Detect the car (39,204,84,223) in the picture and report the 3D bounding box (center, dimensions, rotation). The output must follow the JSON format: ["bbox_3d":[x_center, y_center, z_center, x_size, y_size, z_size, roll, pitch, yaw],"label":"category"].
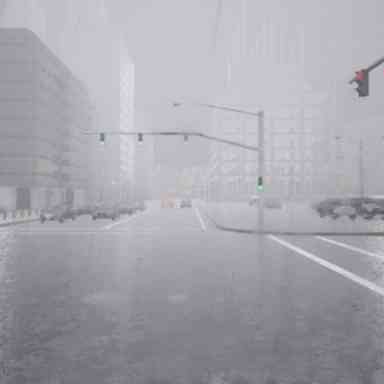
[{"bbox_3d":[-11.497,1.835,28.965,2.128,1.511,4.902,0,-1,0],"label":"car"}]

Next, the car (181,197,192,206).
[{"bbox_3d":[-1.156,2.012,69.229,2.097,1.767,4.553,0,-1,0],"label":"car"}]

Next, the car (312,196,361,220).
[{"bbox_3d":[13.142,1.514,30.589,1.932,1.855,4.605,0,-1,0],"label":"car"}]

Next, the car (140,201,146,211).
[{"bbox_3d":[-8.120,2.083,50.147,2.128,1.511,4.902,0,-1,0],"label":"car"}]

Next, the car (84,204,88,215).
[{"bbox_3d":[-11.556,2.053,38.231,1.895,1.301,4.718,0,-1,0],"label":"car"}]

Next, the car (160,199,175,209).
[{"bbox_3d":[-4.497,2.062,60.198,2.097,1.767,4.553,0,-1,0],"label":"car"}]

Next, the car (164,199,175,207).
[{"bbox_3d":[-4.651,2.318,69.327,1.837,1.490,4.892,0,-1,0],"label":"car"}]

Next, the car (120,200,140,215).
[{"bbox_3d":[-8.068,1.828,40.265,2.097,1.767,4.553,0,-1,0],"label":"car"}]

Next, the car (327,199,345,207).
[{"bbox_3d":[27.311,2.107,63.139,1.784,1.438,3.905,0,-1,0],"label":"car"}]

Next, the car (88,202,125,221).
[{"bbox_3d":[-8.013,1.937,31.561,1.994,1.385,4.181,0,-1,0],"label":"car"}]

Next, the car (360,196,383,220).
[{"bbox_3d":[16.037,1.517,30.543,1.905,1.878,3.866,0,-1,0],"label":"car"}]

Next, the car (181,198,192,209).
[{"bbox_3d":[-1.099,2.314,60.496,1.895,1.301,4.718,0,-1,0],"label":"car"}]

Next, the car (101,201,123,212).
[{"bbox_3d":[-11.616,2.124,48.771,2.033,1.411,5.357,0,-1,0],"label":"car"}]

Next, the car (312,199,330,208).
[{"bbox_3d":[24.416,2.139,63.131,1.970,1.475,3.806,0,-1,0],"label":"car"}]
